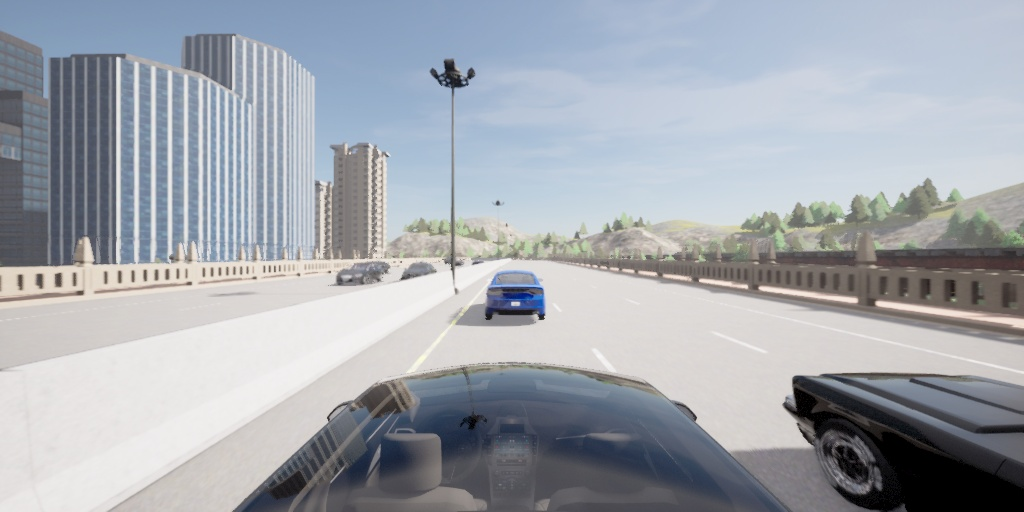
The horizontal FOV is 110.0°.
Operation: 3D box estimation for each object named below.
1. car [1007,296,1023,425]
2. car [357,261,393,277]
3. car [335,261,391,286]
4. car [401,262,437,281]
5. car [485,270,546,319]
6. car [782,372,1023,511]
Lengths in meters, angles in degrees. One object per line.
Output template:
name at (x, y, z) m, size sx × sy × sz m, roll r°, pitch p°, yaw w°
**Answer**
car at (7.101, 1.241, 1.921) m, size 2.128 × 1.511 × 4.902 m, roll 0°, pitch 0°, yaw 0°
car at (-14.065, 1.253, 37.164) m, size 1.837 × 1.490 × 4.892 m, roll 0°, pitch 0°, yaw 0°
car at (-10.585, 1.240, 25.295) m, size 2.128 × 1.511 × 4.902 m, roll 0°, pitch 0°, yaw 0°
car at (-7.082, 1.253, 27.734) m, size 1.837 × 1.490 × 4.892 m, roll 0°, pitch 0°, yaw 0°
car at (0.106, 1.227, 12.802) m, size 1.882 × 1.535 × 5.008 m, roll 0°, pitch 0°, yaw 0°
car at (3.600, 1.351, 1.375) m, size 1.895 × 1.301 × 4.718 m, roll 0°, pitch 0°, yaw 0°
